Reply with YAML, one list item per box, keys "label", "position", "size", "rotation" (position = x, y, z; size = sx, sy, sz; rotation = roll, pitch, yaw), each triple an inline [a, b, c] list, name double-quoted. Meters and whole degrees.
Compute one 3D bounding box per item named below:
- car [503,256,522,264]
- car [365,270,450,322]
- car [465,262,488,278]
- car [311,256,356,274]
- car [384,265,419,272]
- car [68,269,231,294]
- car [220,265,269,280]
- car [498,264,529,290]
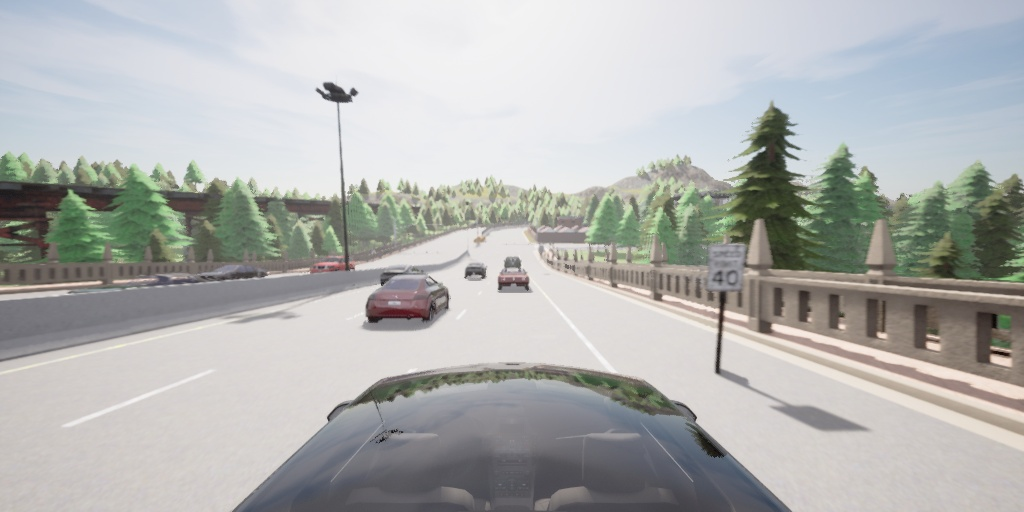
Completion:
- label: "car"
  position: [0.087, 1.071, 45.996]
  size: [2.150, 2.045, 5.566]
  rotation: [0, 0, 0]
- label: "car"
  position: [-3.404, 1.339, 12.385]
  size: [1.994, 1.385, 4.181]
  rotation: [0, 0, 0]
- label: "car"
  position: [-3.410, 1.330, 34.469]
  size: [1.837, 1.490, 4.892]
  rotation: [0, 0, 0]
- label: "car"
  position: [-17.507, 1.036, 35.578]
  size: [2.150, 2.045, 5.566]
  rotation: [0, 0, 0]
- label: "car"
  position: [-6.906, 1.304, 23.011]
  size: [1.837, 1.490, 4.892]
  rotation: [0, 0, 0]
- label: "car"
  position: [-14.043, 1.380, 14.194]
  size: [1.895, 1.301, 4.718]
  rotation: [0, 0, 1]
- label: "car"
  position: [-21.008, 1.357, 27.266]
  size: [2.033, 1.411, 5.357]
  rotation: [0, 0, 0]
- label: "car"
  position: [0.094, 1.401, 23.182]
  size: [1.895, 1.301, 4.718]
  rotation: [0, 0, 0]
